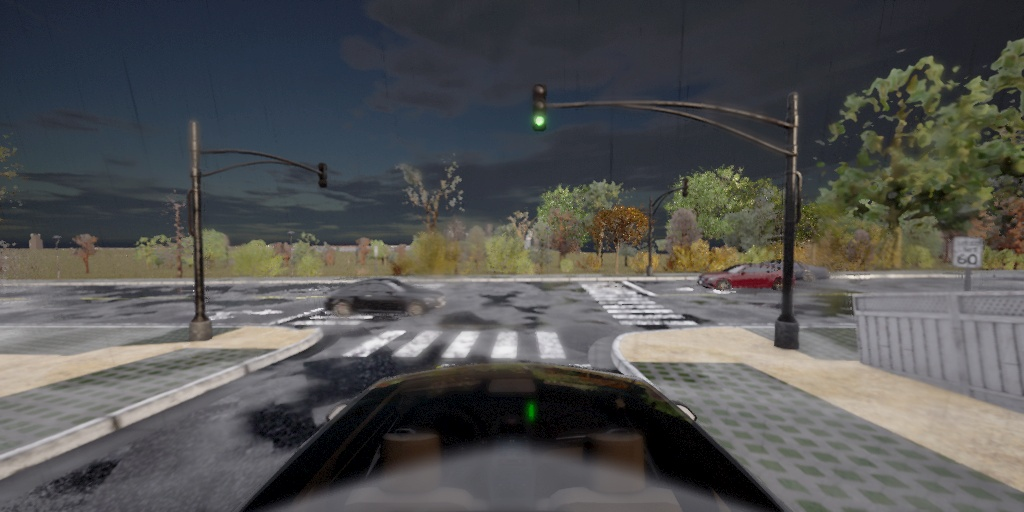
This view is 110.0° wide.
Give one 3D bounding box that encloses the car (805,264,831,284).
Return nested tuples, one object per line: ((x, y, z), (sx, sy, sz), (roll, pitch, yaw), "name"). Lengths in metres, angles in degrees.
((16.673, 1.004, 22.542), (5.357, 1.411, 2.033), (-1, 2, 4), "car")

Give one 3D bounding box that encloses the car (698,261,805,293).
((12.709, 1.150, 19.556), (4.674, 1.442, 1.812), (-1, 2, 4), "car")

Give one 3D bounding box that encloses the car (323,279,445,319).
((-5.028, 1.633, 14.261), (4.674, 1.442, 1.812), (-1, 2, 4), "car")
